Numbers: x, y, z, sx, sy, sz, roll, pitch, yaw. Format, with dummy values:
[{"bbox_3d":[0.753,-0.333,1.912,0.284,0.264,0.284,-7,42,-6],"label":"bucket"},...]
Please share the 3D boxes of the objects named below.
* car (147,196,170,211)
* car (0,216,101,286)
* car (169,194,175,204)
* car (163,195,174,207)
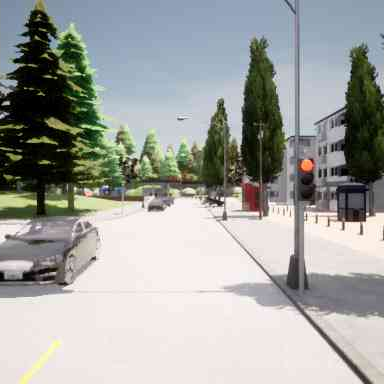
[{"bbox_3d":[-4.171,1.547,40.123,2.033,1.411,5.357,0,0,0],"label":"car"},{"bbox_3d":[-3.895,1.491,9.453,2.128,1.511,4.902,0,0,-3],"label":"car"},{"bbox_3d":[-4.146,1.505,60.053,1.837,1.490,4.892,0,0,0],"label":"car"},{"bbox_3d":[-4.174,1.564,50.061,1.994,1.385,4.181,0,0,0],"label":"car"}]
